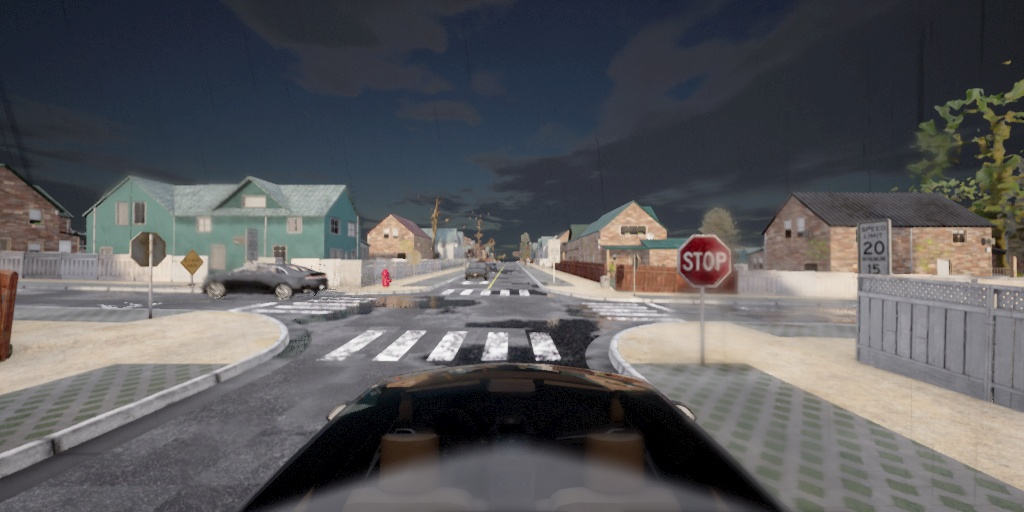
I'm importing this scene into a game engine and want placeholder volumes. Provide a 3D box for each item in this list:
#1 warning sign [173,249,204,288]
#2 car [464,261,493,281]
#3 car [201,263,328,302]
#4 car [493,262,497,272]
[{"bbox_3d":[-15.840,0.598,17.740,1.060,1.860,1.300,0,0,0],"label":"warning sign"},{"bbox_3d":[-2.942,1.266,30.803,1.837,1.490,4.892,0,0,0],"label":"car"},{"bbox_3d":[-10.430,1.057,15.261,4.902,1.511,2.128,1,-1,3],"label":"car"},{"bbox_3d":[-2.989,1.358,47.120,1.994,1.385,4.181,0,0,0],"label":"car"}]
